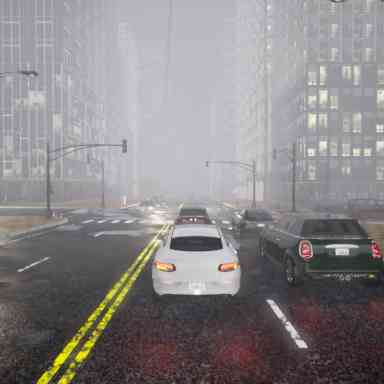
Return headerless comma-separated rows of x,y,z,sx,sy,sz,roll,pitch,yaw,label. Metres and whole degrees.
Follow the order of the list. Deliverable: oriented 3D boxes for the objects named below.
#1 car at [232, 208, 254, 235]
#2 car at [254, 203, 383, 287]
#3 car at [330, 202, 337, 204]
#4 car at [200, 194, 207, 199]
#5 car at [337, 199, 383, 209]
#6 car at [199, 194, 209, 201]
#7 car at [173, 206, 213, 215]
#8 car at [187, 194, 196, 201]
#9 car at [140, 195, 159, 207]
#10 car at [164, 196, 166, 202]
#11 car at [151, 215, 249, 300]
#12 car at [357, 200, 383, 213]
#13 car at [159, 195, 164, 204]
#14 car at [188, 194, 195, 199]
3.307,1.554,17.890,1.994,1.385,4.181,0,0,0,car
3.329,1.348,9.504,2.097,1.767,4.553,0,0,0,car
15.072,1.700,35.427,4.718,1.301,1.895,0,1,0,car
3.036,1.262,90.817,1.812,1.442,4.674,0,0,0,car
16.132,1.518,29.641,5.009,1.841,2.192,1,0,1,car
3.061,1.392,80.400,1.882,1.535,5.008,0,0,0,car
0.059,1.495,17.477,1.837,1.490,4.892,0,0,0,car
-0.189,1.414,80.393,1.837,1.490,4.892,0,0,0,car
-6.710,1.526,50.821,1.994,1.385,4.181,0,0,0,car
-6.670,1.414,71.520,1.882,1.535,5.008,0,0,0,car
0.083,1.522,8.228,1.812,1.442,4.674,0,0,0,car
21.721,1.641,37.941,4.829,1.417,1.752,1,0,1,car
-6.712,1.427,61.146,1.882,1.535,5.008,0,0,1,car
-0.215,1.216,90.810,1.882,1.535,5.008,0,0,0,car
